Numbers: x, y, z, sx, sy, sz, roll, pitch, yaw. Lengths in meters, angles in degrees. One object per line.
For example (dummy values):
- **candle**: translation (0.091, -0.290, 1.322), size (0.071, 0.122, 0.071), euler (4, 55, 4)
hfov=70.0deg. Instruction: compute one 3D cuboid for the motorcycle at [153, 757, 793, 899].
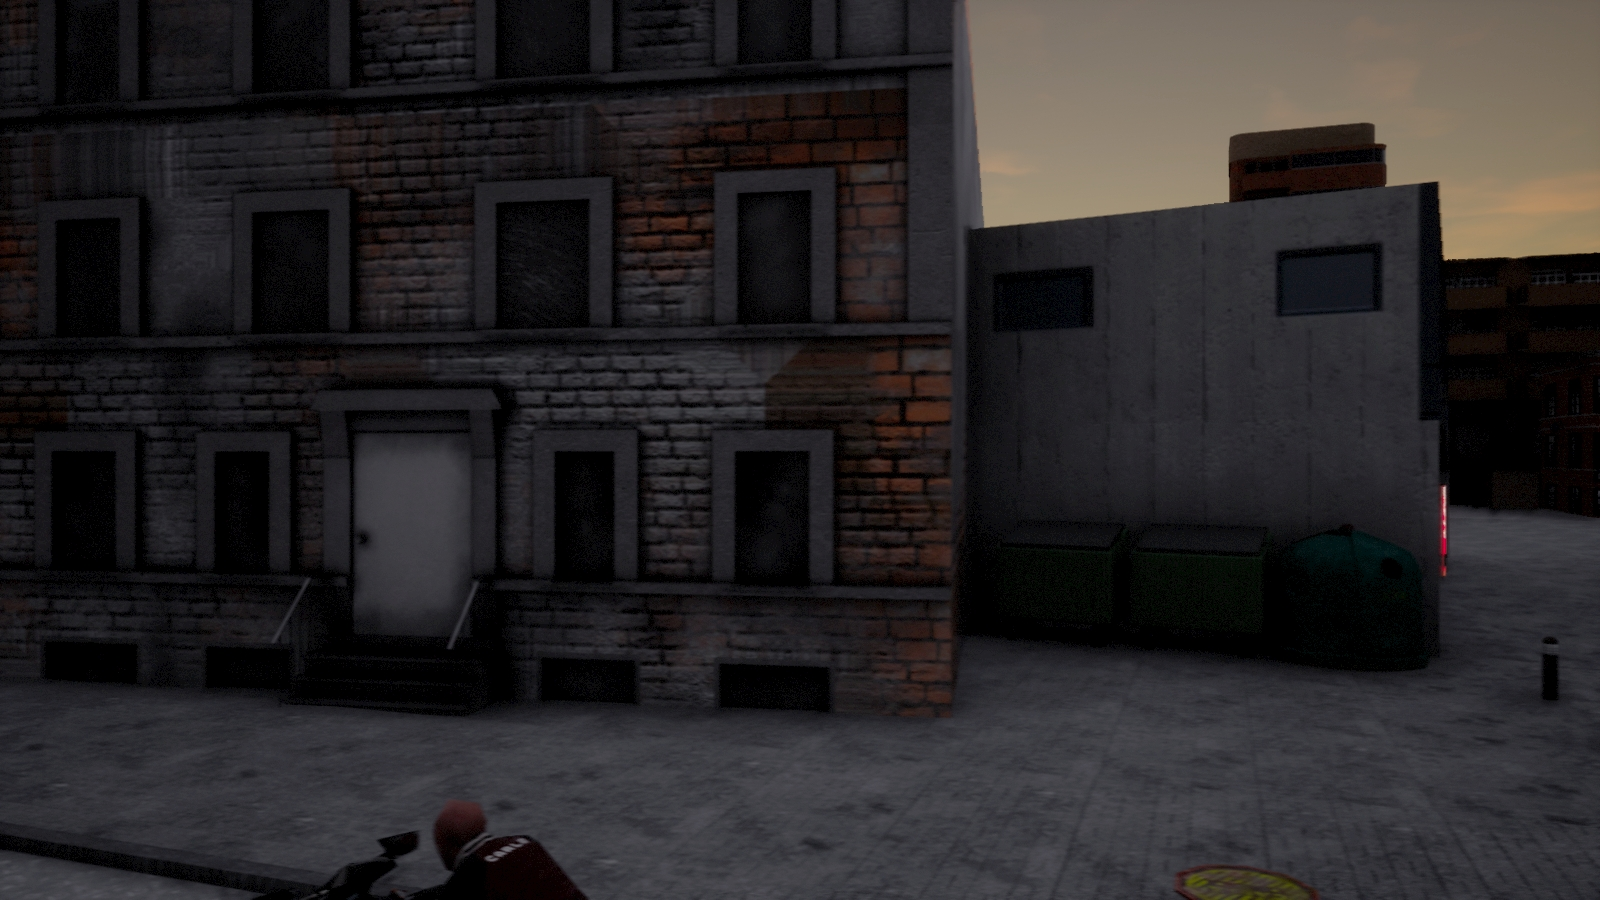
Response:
- **motorcycle**: translation (-1.213, 1.985, 4.269), size (2.209, 1.251, 0.867), euler (0, 0, 20)
